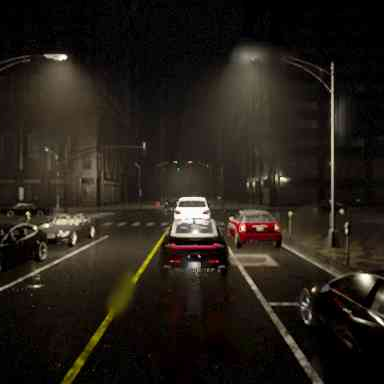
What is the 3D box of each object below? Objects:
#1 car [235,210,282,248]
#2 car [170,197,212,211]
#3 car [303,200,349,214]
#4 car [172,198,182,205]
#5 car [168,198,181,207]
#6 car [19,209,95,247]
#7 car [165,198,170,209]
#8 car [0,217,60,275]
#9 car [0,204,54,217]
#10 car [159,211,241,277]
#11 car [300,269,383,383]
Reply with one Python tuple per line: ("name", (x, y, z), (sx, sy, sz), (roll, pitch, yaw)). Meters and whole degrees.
("car", (2.750, 1.542, 15.370), (1.967, 1.590, 4.097), (0, 0, 0))
("car", (0.127, 1.367, 21.830), (2.150, 2.045, 5.566), (0, 0, 3))
("car", (14.861, 1.706, 36.988), (4.892, 1.490, 1.837), (0, 0, 0))
("car", (-3.088, 1.996, 69.958), (1.837, 1.490, 4.892), (0, 0, 0))
("car", (-3.109, 1.914, 60.431), (2.128, 1.511, 4.902), (0, 0, 0))
("car", (-5.774, 1.652, 15.361), (2.008, 1.369, 4.403), (0, 0, 0))
("car", (-3.077, 1.709, 51.657), (2.097, 1.767, 4.553), (0, 0, -1))
("car", (-5.770, 1.630, 9.725), (1.947, 1.339, 4.313), (0, 0, 0))
("car", (-16.432, 1.869, 33.446), (4.718, 1.301, 1.895), (0, 0, 0))
("car", (0.069, 1.561, 10.464), (2.128, 1.511, 4.902), (0, 0, 0))
("car", (2.760, 1.594, 4.097), (1.947, 1.339, 4.313), (0, 0, 0))
